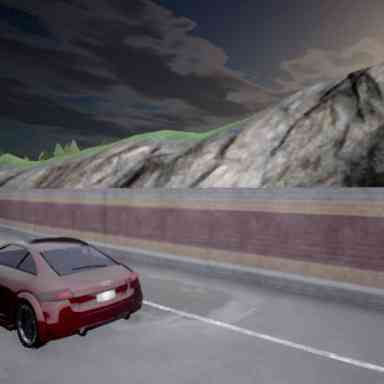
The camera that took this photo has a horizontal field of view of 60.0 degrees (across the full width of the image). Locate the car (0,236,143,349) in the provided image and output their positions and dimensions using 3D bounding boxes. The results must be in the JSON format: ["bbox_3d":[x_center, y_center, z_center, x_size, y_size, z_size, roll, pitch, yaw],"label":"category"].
[{"bbox_3d":[-2.893,1.562,6.361,4.181,1.385,1.994,0,0,38],"label":"car"}]
